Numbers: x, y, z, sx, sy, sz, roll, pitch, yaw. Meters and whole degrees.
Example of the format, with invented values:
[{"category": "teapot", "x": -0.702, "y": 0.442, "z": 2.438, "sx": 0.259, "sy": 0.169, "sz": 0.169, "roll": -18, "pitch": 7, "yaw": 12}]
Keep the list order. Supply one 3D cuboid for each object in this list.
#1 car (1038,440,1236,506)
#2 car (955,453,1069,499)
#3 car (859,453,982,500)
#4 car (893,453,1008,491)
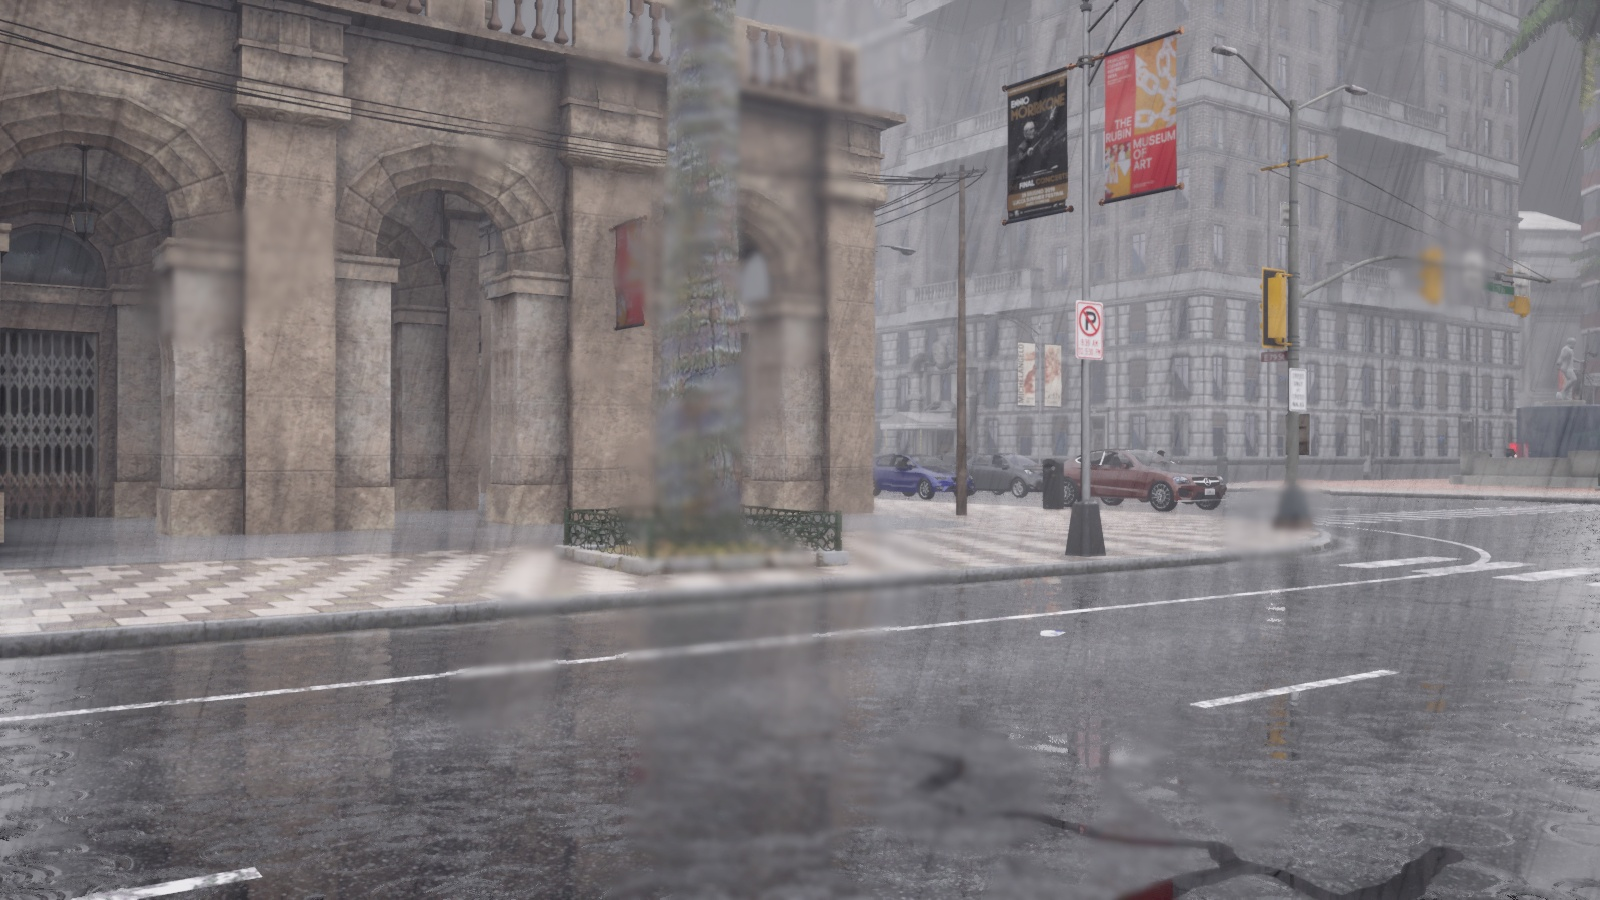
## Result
[{"category": "car", "x": 9.144, "y": 0.588, "z": 34.468, "sx": 2.152, "sy": 1.651, "sz": 5.027, "roll": 0, "pitch": 0, "yaw": -35}, {"category": "car", "x": 7.234, "y": 0.849, "z": 43.140, "sx": 1.845, "sy": 1.501, "sz": 3.633, "roll": 0, "pitch": 0, "yaw": -35}, {"category": "car", "x": 3.948, "y": 0.852, "z": 41.834, "sx": 1.816, "sy": 1.474, "sz": 4.193, "roll": 0, "pitch": 0, "yaw": -34}, {"category": "car", "x": 6.028, "y": 0.862, "z": 50.952, "sx": 1.837, "sy": 1.490, "sz": 4.892, "roll": 0, "pitch": 0, "yaw": -35}]
